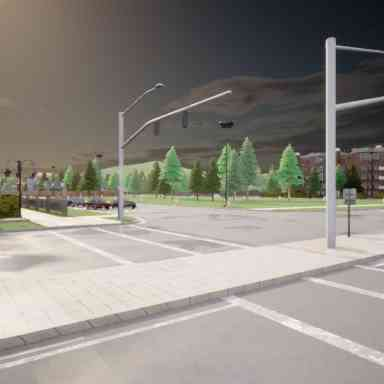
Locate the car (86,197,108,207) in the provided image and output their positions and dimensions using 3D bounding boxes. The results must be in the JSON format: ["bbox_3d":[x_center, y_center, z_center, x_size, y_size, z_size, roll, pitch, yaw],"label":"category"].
[{"bbox_3d":[-15.186,1.505,52.891,1.837,1.490,4.892,0,0,-36],"label":"car"}]

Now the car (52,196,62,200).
[{"bbox_3d":[-23.423,1.505,58.317,1.837,1.490,4.892,0,0,-36],"label":"car"}]

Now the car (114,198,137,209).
[{"bbox_3d":[-9.390,1.547,44.899,2.033,1.411,5.357,0,0,-36],"label":"car"}]

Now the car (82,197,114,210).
[{"bbox_3d":[-12.176,1.601,42.789,1.895,1.301,4.718,0,0,-36],"label":"car"}]

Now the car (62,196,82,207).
[{"bbox_3d":[-17.586,1.505,50.232,1.837,1.490,4.892,0,0,-36],"label":"car"}]

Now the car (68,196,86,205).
[{"bbox_3d":[-21.285,1.478,61.356,1.882,1.535,5.008,0,0,-36],"label":"car"}]
